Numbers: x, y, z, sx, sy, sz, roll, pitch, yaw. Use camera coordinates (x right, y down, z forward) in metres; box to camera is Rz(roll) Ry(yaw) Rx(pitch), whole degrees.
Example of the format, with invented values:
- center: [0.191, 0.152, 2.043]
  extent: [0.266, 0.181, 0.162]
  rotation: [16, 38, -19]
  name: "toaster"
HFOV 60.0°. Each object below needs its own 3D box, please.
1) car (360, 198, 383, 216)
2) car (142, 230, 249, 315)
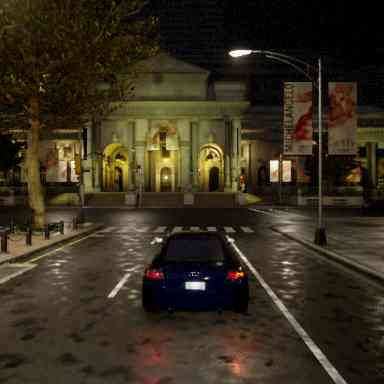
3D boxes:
- center: [18.556, 1.351, 31.492]
  extent: [4.553, 1.767, 2.097]
  rotation: [0, 0, 0]
  name: "car"
- center: [0.073, 1.564, 7.676]
  extent: [1.994, 1.385, 4.181]
  rotation: [0, 0, 0]
  name: "car"
